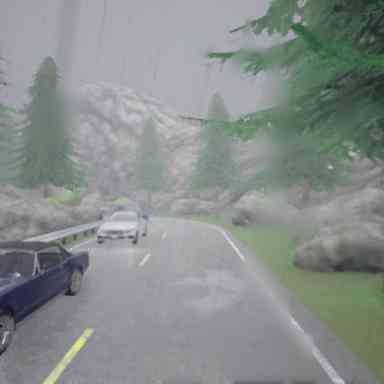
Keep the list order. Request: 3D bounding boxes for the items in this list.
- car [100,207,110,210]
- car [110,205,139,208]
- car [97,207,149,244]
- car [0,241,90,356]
[{"bbox_3d":[-8.206,2.040,36.899,4.718,1.301,1.895,-1,-1,40],"label":"car"},{"bbox_3d":[-5.096,1.807,27.599,1.882,1.535,5.008,0,-1,-27],"label":"car"},{"bbox_3d":[-3.442,1.730,17.106,1.812,1.442,4.674,0,-1,0],"label":"car"},{"bbox_3d":[-3.536,1.675,6.206,1.895,1.301,4.718,0,-1,1],"label":"car"}]
